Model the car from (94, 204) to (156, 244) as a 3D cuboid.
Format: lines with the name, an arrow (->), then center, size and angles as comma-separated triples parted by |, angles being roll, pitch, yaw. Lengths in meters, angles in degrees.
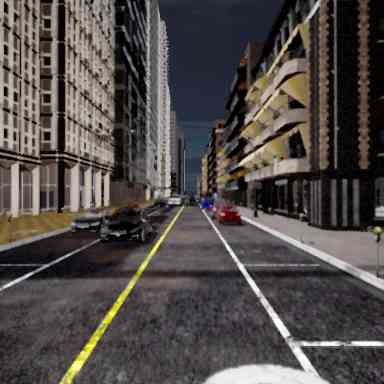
car -> -3.097, 1.579, 16.380 | 1.837, 1.490, 4.892 | 0, 0, 0

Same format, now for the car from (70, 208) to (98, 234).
car -> -5.686, 1.640, 19.491 | 2.008, 1.369, 4.403 | 0, 0, 0

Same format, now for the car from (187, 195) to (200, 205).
car -> 0.007, 1.810, 66.824 | 2.128, 1.511, 4.902 | 0, 0, 0

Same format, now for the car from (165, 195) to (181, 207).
car -> -3.038, 1.502, 58.417 | 2.150, 2.045, 5.566 | 0, 0, 1

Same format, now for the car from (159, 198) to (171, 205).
car -> -5.682, 1.894, 70.327 | 2.008, 1.369, 4.403 | 0, 0, 0

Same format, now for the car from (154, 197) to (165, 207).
car -> -5.684, 1.849, 59.030 | 1.947, 1.339, 4.313 | 0, 0, 0

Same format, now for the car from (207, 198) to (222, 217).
car -> 2.695, 1.583, 30.788 | 1.967, 1.590, 4.097 | 0, 0, 0

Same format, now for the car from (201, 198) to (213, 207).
car -> 2.697, 1.850, 59.030 | 1.947, 1.339, 4.313 | 0, 0, 0

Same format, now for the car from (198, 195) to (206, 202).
car -> 2.700, 1.784, 92.922 | 2.192, 1.841, 5.009 | 0, 0, 0

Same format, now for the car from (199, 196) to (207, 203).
car -> 2.699, 1.846, 81.624 | 1.967, 1.590, 4.097 | 0, 0, 0

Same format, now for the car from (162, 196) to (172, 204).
car -> -5.682, 1.814, 75.977 | 1.967, 1.590, 4.097 | 0, 0, 0

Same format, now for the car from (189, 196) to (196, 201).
car -> 0.011, 1.770, 90.624 | 1.837, 1.490, 4.892 | 0, 0, 0

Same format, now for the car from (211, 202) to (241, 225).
car -> 2.694, 1.698, 25.139 | 1.802, 1.307, 4.206 | 0, 0, 0

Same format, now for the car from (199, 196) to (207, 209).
car -> 2.365, 1.707, 48.444 | 1.882, 1.535, 5.008 | 0, 0, 0
